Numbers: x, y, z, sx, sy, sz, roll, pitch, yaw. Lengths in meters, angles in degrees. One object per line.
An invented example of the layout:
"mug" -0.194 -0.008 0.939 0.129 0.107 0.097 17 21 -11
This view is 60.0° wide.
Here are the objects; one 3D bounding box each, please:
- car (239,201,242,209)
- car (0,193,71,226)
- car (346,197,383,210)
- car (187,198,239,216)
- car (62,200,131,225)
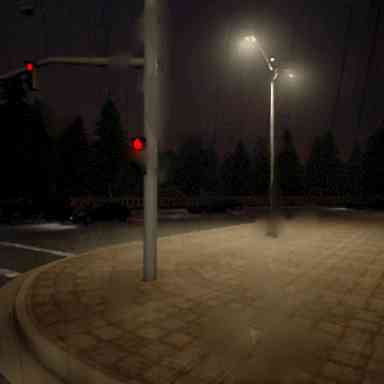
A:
"car" 3.446 1.427 37.571 4.892 1.490 1.837 0 0 -30
"car" -11.133 1.134 23.504 2.150 2.045 5.566 0 1 38
"car" 22.015 1.417 40.479 5.008 1.535 1.882 0 0 -6
"car" 1.823 1.403 32.279 5.008 1.535 1.882 -1 0 -37
"car" -6.484 1.449 23.745 1.812 1.442 4.674 0 0 39
